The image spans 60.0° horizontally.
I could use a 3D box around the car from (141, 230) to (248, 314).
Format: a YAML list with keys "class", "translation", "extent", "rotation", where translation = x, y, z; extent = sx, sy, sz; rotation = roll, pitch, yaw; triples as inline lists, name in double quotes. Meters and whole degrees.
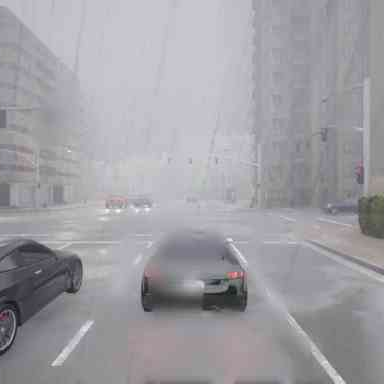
- class: "car"
  translation: [0.046, 1.564, 7.692]
  extent: [1.994, 1.385, 4.181]
  rotation: [0, 0, 0]

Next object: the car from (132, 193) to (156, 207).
- class: "car"
  translation: [-7.222, 1.221, 50.677]
  extent: [2.150, 2.045, 5.566]
  rotation: [0, 0, 0]

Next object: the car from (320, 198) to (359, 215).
- class: "car"
  translation: [15.502, 1.352, 33.736]
  extent: [4.553, 1.767, 2.097]
  rotation: [0, 0, 1]

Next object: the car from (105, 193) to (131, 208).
- class: "car"
  translation: [-10.715, 1.221, 47.544]
  extent: [2.150, 2.045, 5.566]
  rotation: [0, 0, 0]

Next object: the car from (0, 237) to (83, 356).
- class: "car"
  translation: [-3.462, 1.526, 5.888]
  extent: [1.812, 1.442, 4.674]
  rotation: [0, 0, 0]

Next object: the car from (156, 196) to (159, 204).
- class: "car"
  translation: [-7.214, 1.491, 61.820]
  extent: [2.128, 1.511, 4.902]
  rotation: [0, 0, 0]

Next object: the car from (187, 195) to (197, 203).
- class: "car"
  translation: [-0.071, 1.352, 69.733]
  extent: [2.097, 1.767, 4.553]
  rotation: [0, 0, 0]
